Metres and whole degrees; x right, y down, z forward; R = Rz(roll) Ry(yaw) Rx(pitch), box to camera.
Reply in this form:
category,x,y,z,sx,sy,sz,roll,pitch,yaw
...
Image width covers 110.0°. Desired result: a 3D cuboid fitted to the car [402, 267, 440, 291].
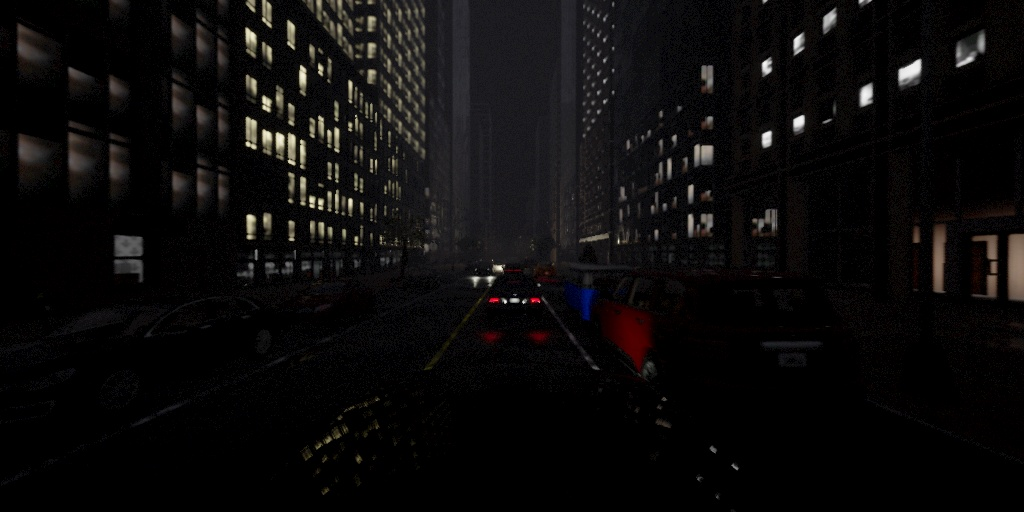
category,x,y,z,sx,sy,sz,roll,pitch,yaw
car,-5.694,1.401,22.857,2.007,1.370,4.403,0,0,0

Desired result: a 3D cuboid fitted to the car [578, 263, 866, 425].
category,x,y,z,sx,sy,sz,roll,pitch,yaw
car,2.688,1.085,5.807,2.192,1.841,5.009,0,0,0

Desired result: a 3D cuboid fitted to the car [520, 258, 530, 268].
category,x,y,z,sx,sy,sz,roll,pitch,yaw
car,2.683,1.328,56.959,2.192,1.841,5.009,0,0,0

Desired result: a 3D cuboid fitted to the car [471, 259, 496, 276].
category,x,y,z,sx,sy,sz,roll,pitch,yaw
car,-3.099,1.409,39.853,1.882,1.535,5.008,0,0,0

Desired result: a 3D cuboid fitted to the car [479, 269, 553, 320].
category,x,y,z,sx,sy,sz,roll,pitch,yaw
car,0.086,1.352,12.939,2.033,1.411,5.357,0,0,0

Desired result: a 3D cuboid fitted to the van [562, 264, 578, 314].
category,x,y,z,sx,sy,sz,roll,pitch,yaw
van,2.688,1.138,11.490,1.690,1.789,3.998,0,0,0

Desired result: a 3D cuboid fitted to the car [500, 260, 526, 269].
category,x,y,z,sx,sy,sz,roll,pitch,yaw
car,0.090,1.404,32.924,1.837,1.490,4.892,0,0,0

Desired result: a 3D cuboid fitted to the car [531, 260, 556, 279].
category,x,y,z,sx,sy,sz,roll,pitch,yaw
car,3.137,1.386,34.694,1.882,1.535,5.008,0,0,0

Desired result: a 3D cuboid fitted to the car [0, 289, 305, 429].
category,x,y,z,sx,sy,sz,roll,pitch,yaw
car,-5.693,1.319,5.806,2.007,1.370,4.403,0,0,0

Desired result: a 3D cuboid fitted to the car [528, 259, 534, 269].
category,x,y,z,sx,sy,sz,roll,pitch,yaw
car,3.142,1.445,41.694,1.837,1.490,4.892,0,0,0

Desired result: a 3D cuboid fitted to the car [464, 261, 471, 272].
category,x,y,z,sx,sy,sz,roll,pitch,yaw
car,-5.697,1.425,51.274,1.967,1.591,4.097,0,0,0

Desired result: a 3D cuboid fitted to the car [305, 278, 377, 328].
category,x,y,z,sx,sy,sz,roll,pitch,yaw
car,-5.693,1.378,11.490,1.802,1.307,4.207,0,0,0
